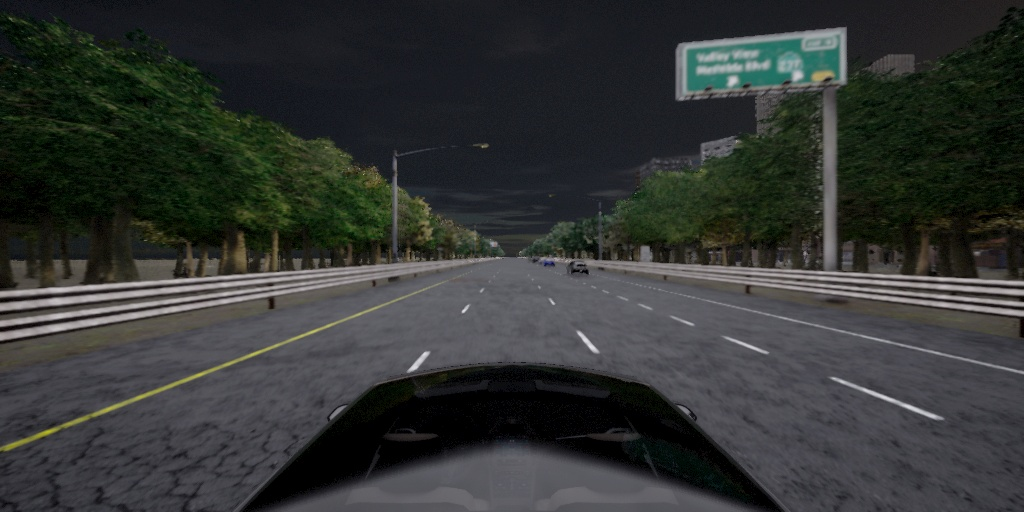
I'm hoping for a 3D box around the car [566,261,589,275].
[{"bbox_3d":[7.014,1.270,38.825,1.837,1.490,4.892,0,0,0],"label":"car"}]
